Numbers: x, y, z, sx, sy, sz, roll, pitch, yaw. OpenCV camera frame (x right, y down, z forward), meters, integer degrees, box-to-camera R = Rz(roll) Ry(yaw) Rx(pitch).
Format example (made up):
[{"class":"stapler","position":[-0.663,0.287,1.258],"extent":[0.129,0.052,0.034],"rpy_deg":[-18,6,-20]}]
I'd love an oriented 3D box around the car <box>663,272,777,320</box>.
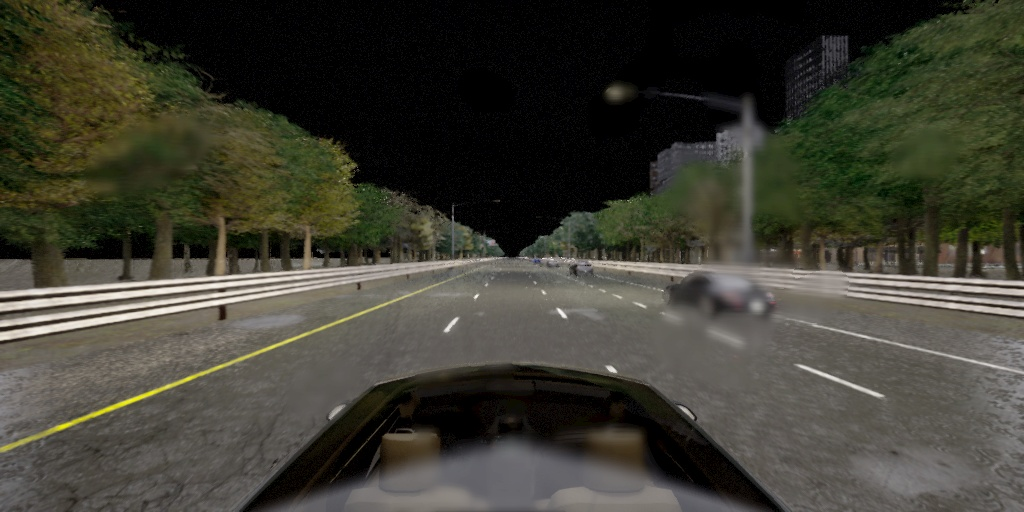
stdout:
[{"class":"car","position":[6.994,1.280,12.534],"extent":[1.812,1.442,4.674],"rpy_deg":[0,0,0]}]

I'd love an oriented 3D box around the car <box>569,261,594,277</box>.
[{"class":"car","position":[6.982,1.261,36.466],"extent":[2.128,1.511,4.902],"rpy_deg":[0,0,0]}]

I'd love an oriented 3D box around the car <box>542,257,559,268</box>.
[{"class":"car","position":[7.026,1.305,62.445],"extent":[2.128,1.511,4.902],"rpy_deg":[0,0,0]}]
